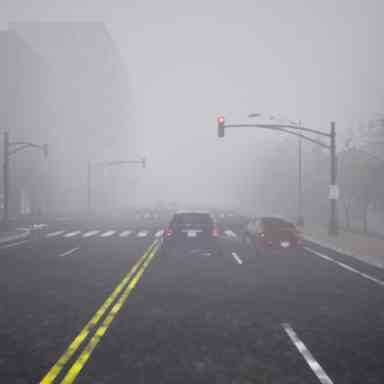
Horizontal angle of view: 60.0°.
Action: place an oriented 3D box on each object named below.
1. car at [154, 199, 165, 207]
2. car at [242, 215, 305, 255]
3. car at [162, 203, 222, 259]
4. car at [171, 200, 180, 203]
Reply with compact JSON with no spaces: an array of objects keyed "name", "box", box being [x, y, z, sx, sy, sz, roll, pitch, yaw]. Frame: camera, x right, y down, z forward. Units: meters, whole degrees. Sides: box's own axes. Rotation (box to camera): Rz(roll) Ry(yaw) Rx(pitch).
[{"name":"car","box":[-6.563,2.232,66.959,1.812,1.442,4.674,0,-1,0]},{"name":"car","box":[3.263,1.669,13.887,1.812,1.442,4.674,0,0,0]},{"name":"car","box":[-0.014,1.489,13.415,2.097,1.767,4.553,0,-1,0]},{"name":"car","box":[-3.315,2.264,66.968,1.994,1.385,4.181,0,-1,0]}]
